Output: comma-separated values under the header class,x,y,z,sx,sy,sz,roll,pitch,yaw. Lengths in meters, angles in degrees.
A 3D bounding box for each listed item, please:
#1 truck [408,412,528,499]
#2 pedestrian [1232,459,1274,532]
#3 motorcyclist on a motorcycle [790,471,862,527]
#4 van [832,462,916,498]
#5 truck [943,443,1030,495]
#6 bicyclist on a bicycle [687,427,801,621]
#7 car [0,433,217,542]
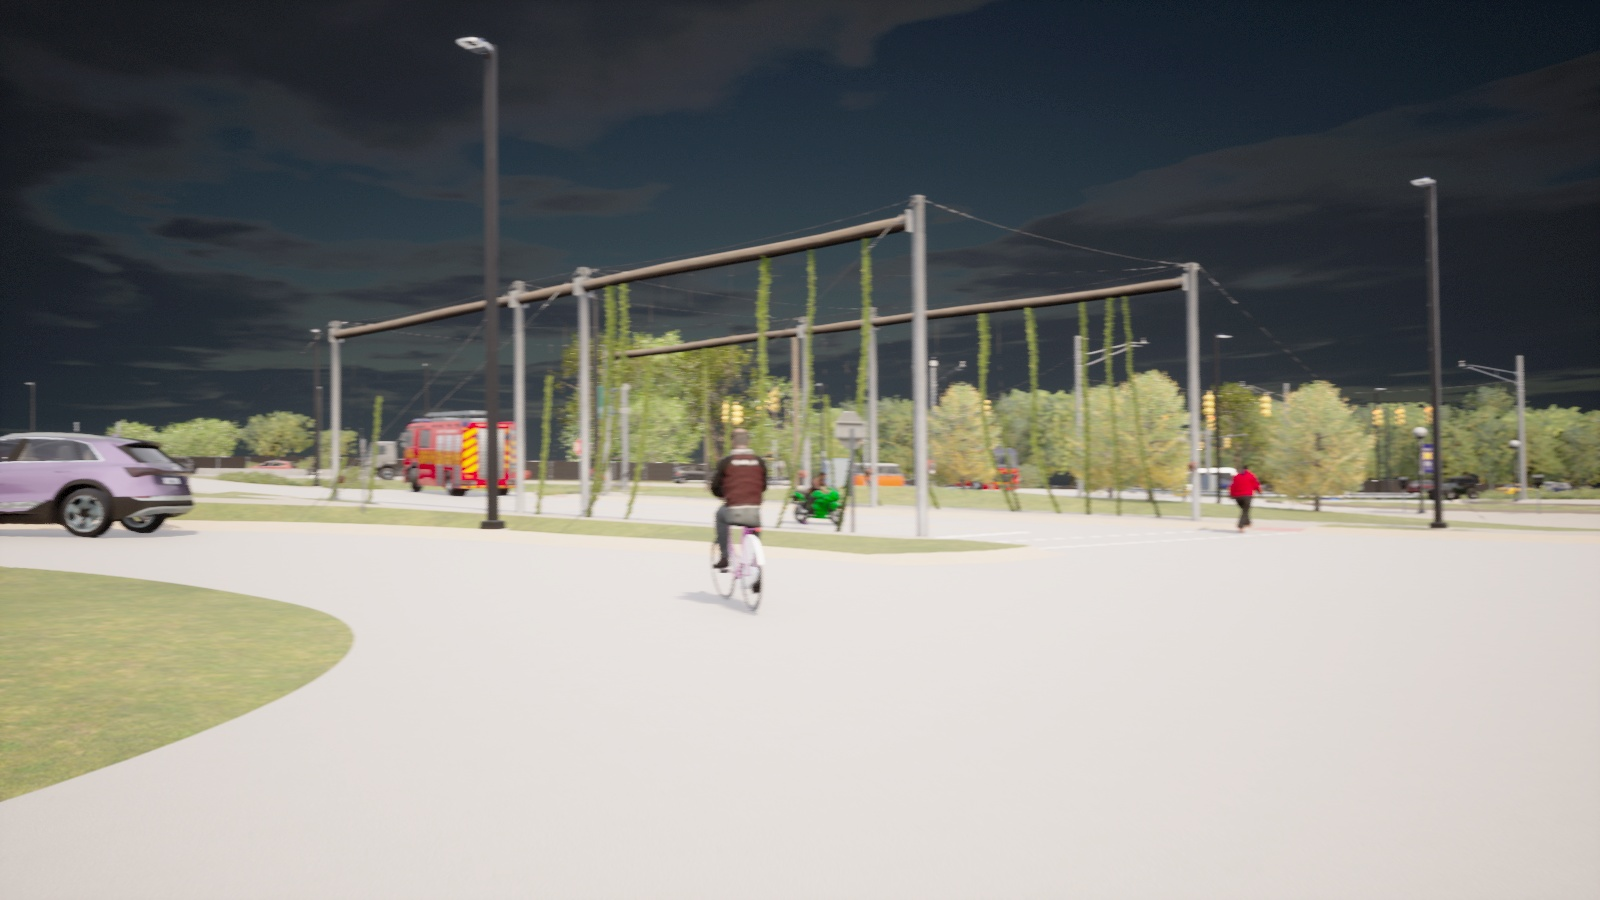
class,x,y,z,sx,sy,sz,roll,pitch,yaw
truck,-15.865,0.238,59.548,2.891,3.827,8.468,0,0,-34
pedestrian,11.640,1.160,32.239,0.899,1.844,0.634,1,-2,-43
motorcyclist on a motorcycle,0.725,1.369,35.536,2.044,1.523,0.797,0,-1,44
van,4.258,1.738,71.813,4.442,1.987,1.775,1,-2,-21
truck,14.320,1.419,97.243,2.891,3.827,8.468,1,0,-20
bicyclist on a bicycle,-0.594,0.685,12.472,0.659,1.776,1.843,-1,0,-17
car,-12.336,0.596,20.274,4.856,1.649,2.033,0,-2,0
